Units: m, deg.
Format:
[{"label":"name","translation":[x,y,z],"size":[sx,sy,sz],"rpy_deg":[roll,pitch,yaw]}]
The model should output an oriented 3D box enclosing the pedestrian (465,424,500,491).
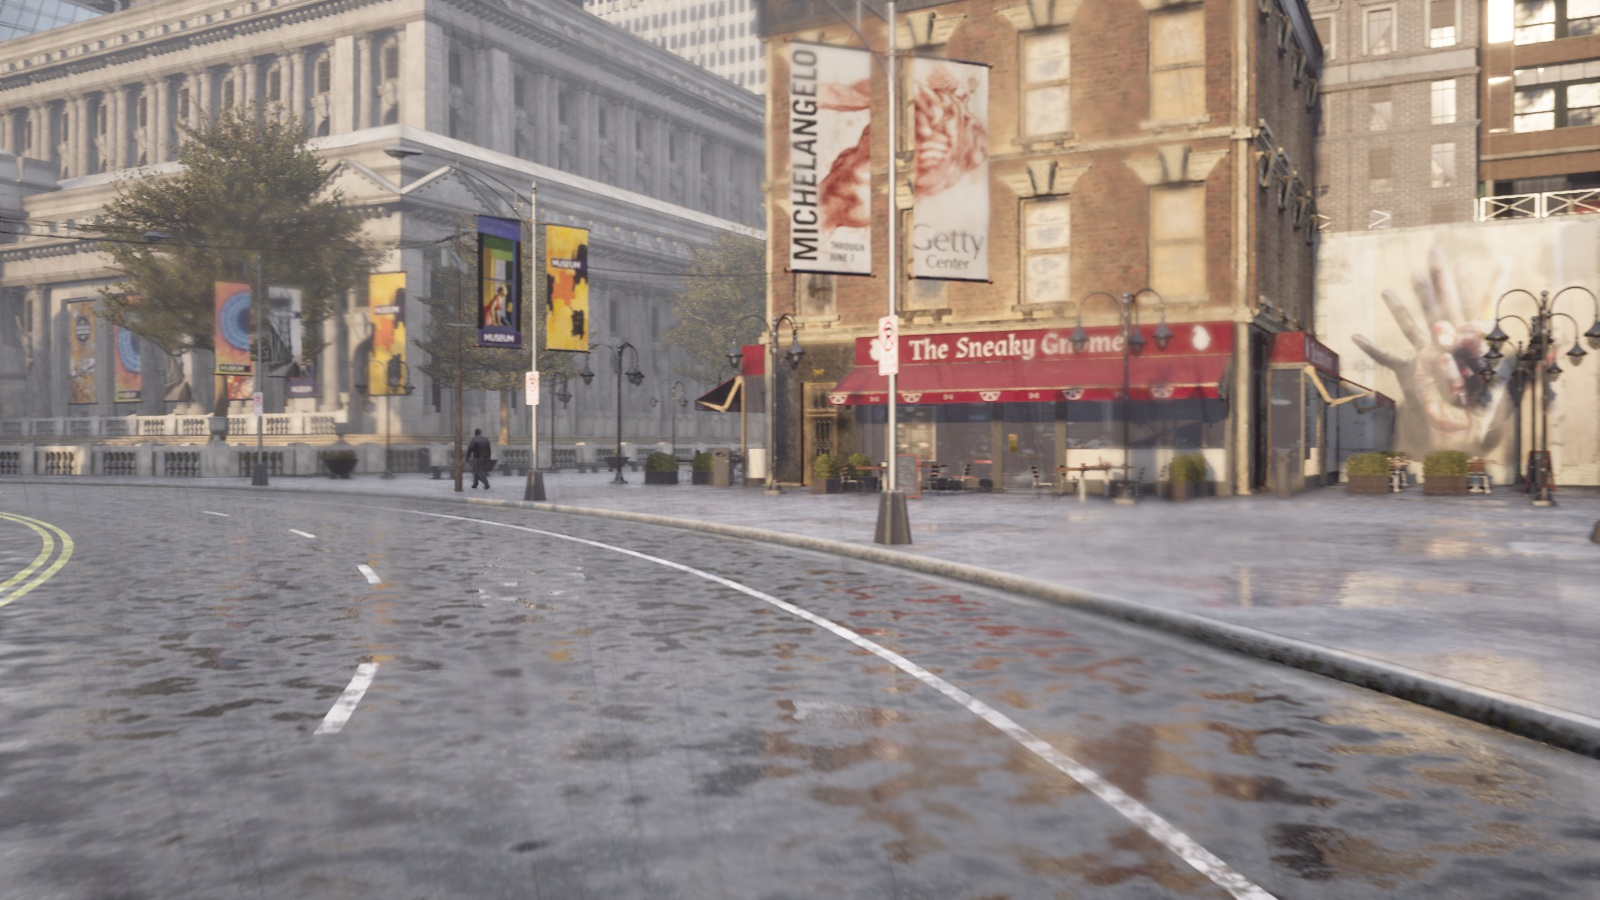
[{"label":"pedestrian","translation":[-9.063,0.204,35.796],"size":[0.849,1.883,0.563],"rpy_deg":[0,0,38]}]
